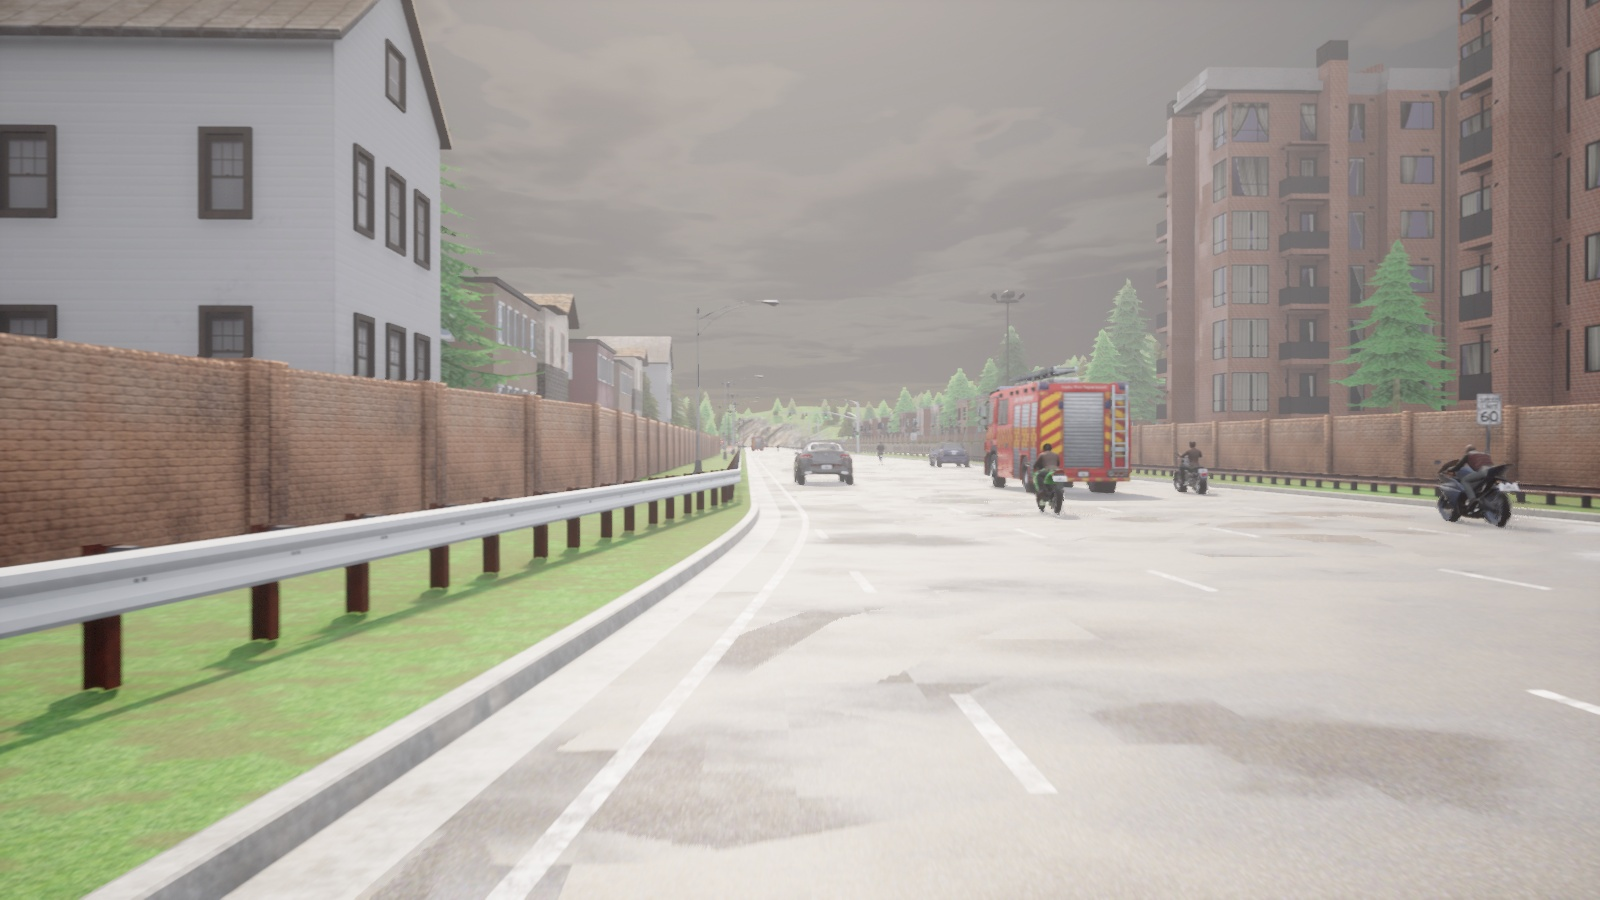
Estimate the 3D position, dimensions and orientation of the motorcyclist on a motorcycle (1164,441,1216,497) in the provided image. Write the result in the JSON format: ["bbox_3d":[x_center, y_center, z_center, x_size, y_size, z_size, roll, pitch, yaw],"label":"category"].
[{"bbox_3d":[11.843,0.549,38.235,0.766,1.649,2.350,0,0,-3],"label":"motorcyclist on a motorcycle"}]

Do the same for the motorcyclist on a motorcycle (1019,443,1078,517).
[{"bbox_3d":[5.331,0.621,27.060,0.797,1.523,2.044,0,0,-3],"label":"motorcyclist on a motorcycle"}]

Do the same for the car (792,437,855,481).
[{"bbox_3d":[0.851,0.322,49.090,2.152,1.651,5.027,0,0,-3],"label":"car"}]

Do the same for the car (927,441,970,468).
[{"bbox_3d":[9.834,0.267,83.531,2.097,1.767,4.553,0,0,-3],"label":"car"}]

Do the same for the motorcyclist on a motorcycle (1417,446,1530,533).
[{"bbox_3d":[12.501,0.696,23.399,0.866,1.530,2.191,0,0,-3],"label":"motorcyclist on a motorcycle"}]

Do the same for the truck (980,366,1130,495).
[{"bbox_3d":[8.191,-0.583,41.594,2.891,3.827,8.468,0,0,-3],"label":"truck"}]
